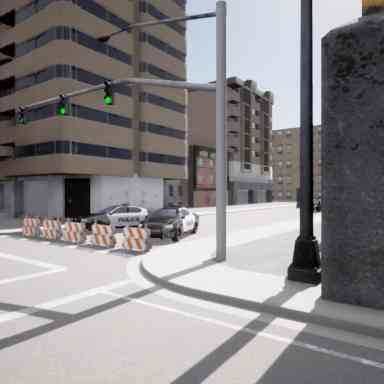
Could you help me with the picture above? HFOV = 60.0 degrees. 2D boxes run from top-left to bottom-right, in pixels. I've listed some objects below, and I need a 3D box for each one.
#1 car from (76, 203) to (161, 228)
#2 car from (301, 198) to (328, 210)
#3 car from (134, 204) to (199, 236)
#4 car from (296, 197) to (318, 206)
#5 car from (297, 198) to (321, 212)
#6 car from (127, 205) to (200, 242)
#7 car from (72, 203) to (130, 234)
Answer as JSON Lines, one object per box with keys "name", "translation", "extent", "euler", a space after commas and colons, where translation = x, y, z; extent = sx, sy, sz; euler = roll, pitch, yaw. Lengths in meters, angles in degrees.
{"name": "car", "translation": [-4.248, 1.295, 19.381], "extent": [4.536, 1.218, 1.853], "euler": [0, 0, -29]}
{"name": "car", "translation": [14.214, 1.295, 38.479], "extent": [1.853, 1.218, 4.536], "euler": [0, 0, 36]}
{"name": "car", "translation": [-1.088, 1.295, 16.719], "extent": [1.853, 1.218, 4.536], "euler": [0, 0, 16]}
{"name": "car", "translation": [16.427, 1.295, 47.395], "extent": [1.853, 1.218, 4.536], "euler": [0, 0, 36]}
{"name": "car", "translation": [14.184, 1.452, 38.436], "extent": [2.038, 1.542, 4.974], "euler": [0, 0, 36]}
{"name": "car", "translation": [-1.102, 1.452, 16.668], "extent": [2.038, 1.542, 4.974], "euler": [0, 0, 16]}
{"name": "car", "translation": [-4.293, 1.452, 19.355], "extent": [4.974, 1.542, 2.038], "euler": [0, 0, -29]}
